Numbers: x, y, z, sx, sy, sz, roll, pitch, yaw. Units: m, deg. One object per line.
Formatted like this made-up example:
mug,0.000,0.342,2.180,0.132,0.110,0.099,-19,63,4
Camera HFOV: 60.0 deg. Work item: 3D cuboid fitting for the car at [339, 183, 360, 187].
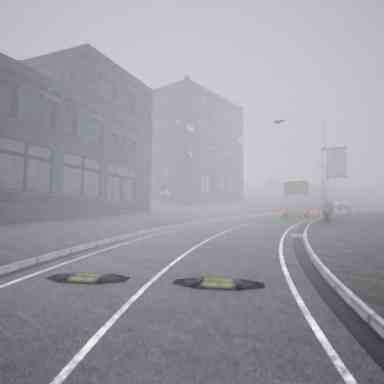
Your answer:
car,37.689,-1.419,81.445,5.008,1.535,2.097,1,-5,-12

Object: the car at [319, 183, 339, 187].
car,32.256,-1.517,80.325,4.674,1.452,2.002,1,-5,-10

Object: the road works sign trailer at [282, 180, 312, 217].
road works sign trailer,10.482,0.678,33.214,2.380,3.560,2.880,-3,-2,36

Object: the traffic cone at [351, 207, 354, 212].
traffic cone,20.194,2.183,41.881,0.340,0.580,0.340,-4,-3,40

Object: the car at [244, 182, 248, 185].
car,10.556,-2.065,76.683,4.553,1.767,2.185,1,-5,-9

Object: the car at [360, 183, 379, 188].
car,43.074,-1.397,82.683,4.553,1.767,2.185,2,-5,-13

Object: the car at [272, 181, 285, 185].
car,21.354,-1.775,78.433,4.892,1.521,2.231,1,-5,-9

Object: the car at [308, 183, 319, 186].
car,26.800,-1.679,79.328,4.892,1.521,2.231,1,-5,-9

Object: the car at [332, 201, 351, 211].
car,21.313,2.047,48.332,4.674,1.442,1.812,0,-4,-37
